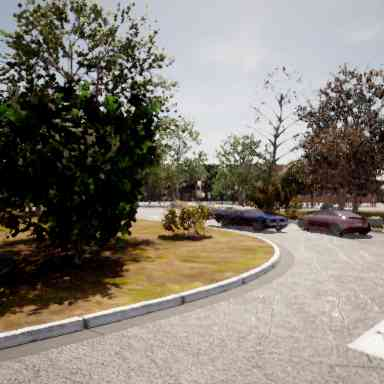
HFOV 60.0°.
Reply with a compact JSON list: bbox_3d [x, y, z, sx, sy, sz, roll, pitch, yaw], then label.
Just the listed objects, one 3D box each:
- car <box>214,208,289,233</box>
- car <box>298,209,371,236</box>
[{"bbox_3d":[3.538,1.640,20.228,1.895,1.301,4.718,1,0,-34],"label":"car"},{"bbox_3d":[7.950,1.649,18.978,1.994,1.385,4.181,1,0,-18],"label":"car"}]
